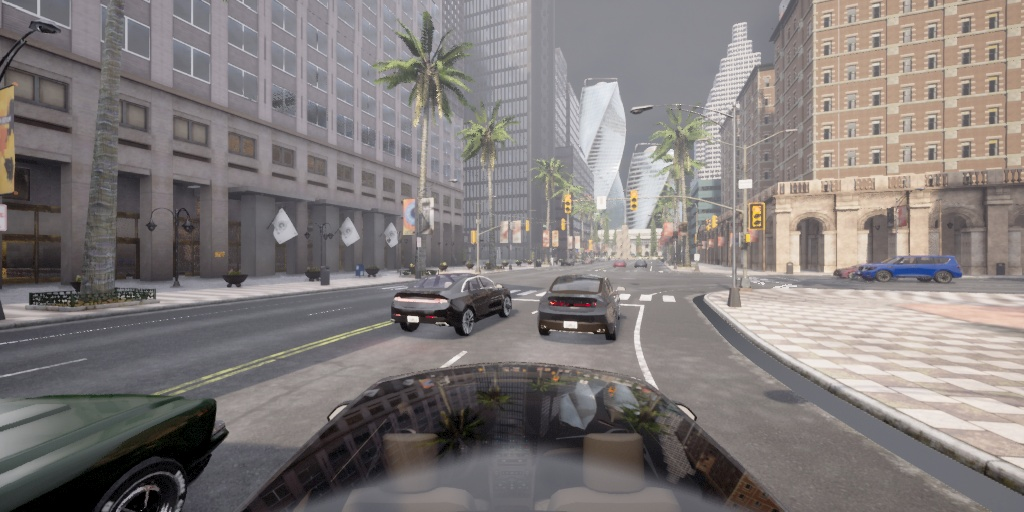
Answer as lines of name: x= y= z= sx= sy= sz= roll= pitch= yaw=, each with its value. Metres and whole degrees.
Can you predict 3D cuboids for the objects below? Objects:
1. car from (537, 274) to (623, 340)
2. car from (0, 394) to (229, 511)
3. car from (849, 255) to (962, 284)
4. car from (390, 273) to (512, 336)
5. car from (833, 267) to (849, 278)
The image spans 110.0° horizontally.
car: x=2.042 y=1.255 z=10.123 sx=1.837 sy=1.490 sz=4.892 roll=0 pitch=0 yaw=18
car: x=-3.312 y=1.351 z=0.814 sx=1.895 sy=1.301 sz=4.718 roll=0 pitch=0 yaw=1
car: x=29.878 y=0.971 z=27.201 sx=5.566 sy=2.045 sz=2.150 roll=0 pitch=0 yaw=21
car: x=-1.482 y=1.242 z=10.541 sx=2.128 sy=1.511 sz=4.902 roll=0 pitch=0 yaw=19
car: x=30.394 y=1.314 z=30.759 sx=4.181 sy=1.385 sz=1.994 roll=0 pitch=0 yaw=21
